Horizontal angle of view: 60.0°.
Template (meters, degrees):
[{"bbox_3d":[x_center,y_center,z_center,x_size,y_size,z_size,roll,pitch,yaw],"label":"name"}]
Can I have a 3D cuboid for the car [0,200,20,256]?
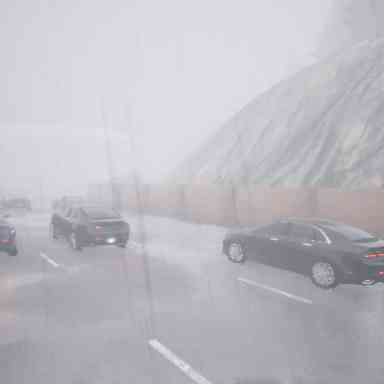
[{"bbox_3d":[-6.955,1.196,10.837,1.812,1.442,4.674,1,1,-36],"label":"car"}]

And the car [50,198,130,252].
[{"bbox_3d":[-4.031,1.230,12.745,1.837,1.490,4.892,1,1,-36],"label":"car"}]

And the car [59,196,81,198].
[{"bbox_3d":[-9.945,0.981,26.902,1.895,1.301,4.718,1,1,-35],"label":"car"}]

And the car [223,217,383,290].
[{"bbox_3d":[2.887,1.460,9.179,1.837,1.490,4.892,1,1,-36],"label":"car"}]

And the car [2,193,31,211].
[{"bbox_3d":[-14.450,0.780,27.355,1.812,1.442,4.674,1,1,-34],"label":"car"}]
